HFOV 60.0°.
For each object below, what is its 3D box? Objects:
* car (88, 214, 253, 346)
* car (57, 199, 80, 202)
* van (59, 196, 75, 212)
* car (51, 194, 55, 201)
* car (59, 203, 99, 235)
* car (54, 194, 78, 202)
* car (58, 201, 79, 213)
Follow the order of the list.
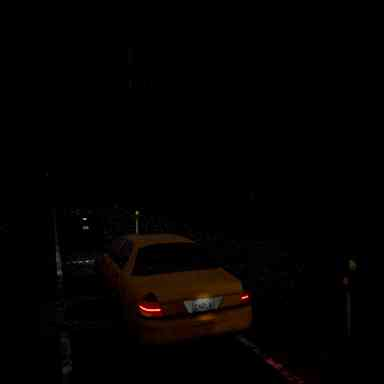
[{"bbox_3d":[-0.844,1.457,6.730,1.801,1.575,5.366,0,0,-23],"label":"car"},{"bbox_3d":[-10.433,1.567,28.837,1.947,1.339,4.313,0,0,-23],"label":"car"},{"bbox_3d":[-14.706,1.343,39.024,1.690,1.788,3.998,0,0,-23],"label":"van"},{"bbox_3d":[-31.948,1.470,79.387,1.967,1.590,4.097,0,0,-24],"label":"car"},{"bbox_3d":[-6.160,1.552,18.650,2.008,1.369,4.403,0,0,-23],"label":"car"},{"bbox_3d":[-12.570,1.317,33.931,2.192,1.841,5.009,0,0,-23],"label":"car"},{"bbox_3d":[-8.296,1.552,23.743,2.008,1.369,4.403,0,0,-23],"label":"car"}]
